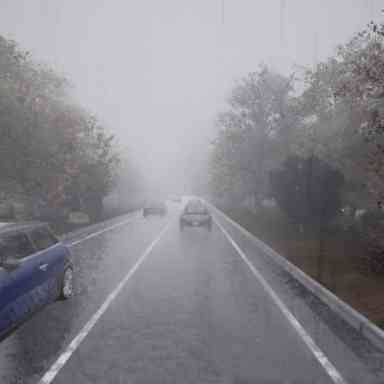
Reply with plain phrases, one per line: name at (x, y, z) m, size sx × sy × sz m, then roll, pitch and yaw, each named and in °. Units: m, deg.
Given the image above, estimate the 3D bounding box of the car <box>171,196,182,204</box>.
car at (-3.064, 1.471, 65.779) m, size 1.882 × 1.535 × 5.008 m, roll 0°, pitch 0°, yaw 1°

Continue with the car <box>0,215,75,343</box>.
car at (-3.577, 1.345, 5.253) m, size 2.097 × 1.767 × 4.553 m, roll 0°, pitch 0°, yaw 0°

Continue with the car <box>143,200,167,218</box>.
car at (-3.319, 1.525, 30.610) m, size 1.837 × 1.490 × 4.892 m, roll 0°, pitch -1°, yaw 1°

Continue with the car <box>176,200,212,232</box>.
car at (0.229, 1.511, 20.536) m, size 2.128 × 1.511 × 4.902 m, roll 0°, pitch 0°, yaw 0°
